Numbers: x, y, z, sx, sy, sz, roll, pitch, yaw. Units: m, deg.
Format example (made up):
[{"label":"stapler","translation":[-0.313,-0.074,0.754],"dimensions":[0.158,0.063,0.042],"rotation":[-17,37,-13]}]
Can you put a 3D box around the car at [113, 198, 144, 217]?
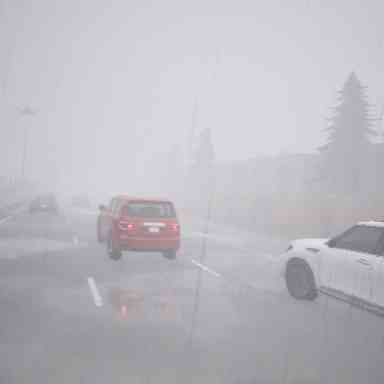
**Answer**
[{"label":"car","translation":[-5.961,1.366,30.863],"dimensions":[1.994,1.385,4.181],"rotation":[4,0,-22]}]

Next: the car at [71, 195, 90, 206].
[{"label":"car","translation":[-13.149,0.955,39.208],"dimensions":[1.895,1.301,4.718],"rotation":[4,0,-22]}]

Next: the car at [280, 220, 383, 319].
[{"label":"car","translation":[4.090,1.556,6.349],"dimensions":[2.150,2.045,5.566],"rotation":[4,0,-22]}]

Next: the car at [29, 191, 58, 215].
[{"label":"car","translation":[-11.572,0.936,26.133],"dimensions":[1.994,1.385,4.181],"rotation":[4,0,-22]}]

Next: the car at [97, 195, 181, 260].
[{"label":"car","translation":[-2.157,1.158,12.397],"dimensions":[2.150,2.045,5.566],"rotation":[4,0,-22]}]

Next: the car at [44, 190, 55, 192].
[{"label":"car","translation":[-19.462,0.446,45.434],"dimensions":[2.128,1.511,4.902],"rotation":[4,0,-22]}]
